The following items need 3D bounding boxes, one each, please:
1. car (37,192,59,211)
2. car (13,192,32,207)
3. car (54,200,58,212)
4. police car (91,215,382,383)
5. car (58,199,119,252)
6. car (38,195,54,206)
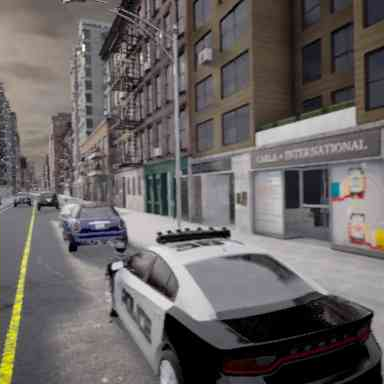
[{"bbox_3d":[-16.614,1.023,38.420,2.150,2.045,5.566,-2,1,-25],"label":"car"},{"bbox_3d":[-24.385,1.041,48.000,2.150,2.045,5.566,-2,1,-25],"label":"car"},{"bbox_3d":[-6.721,1.392,19.274,1.812,1.442,4.674,-2,1,-25],"label":"car"},{"bbox_3d":[-0.025,1.348,4.864,1.930,1.638,5.238,-2,1,-25],"label":"police car"},{"bbox_3d":[-4.184,1.239,13.804,2.097,1.767,4.553,-2,1,-25],"label":"car"},{"bbox_3d":[-22.604,1.220,51.299,2.128,1.511,4.902,-2,1,-25],"label":"car"}]
